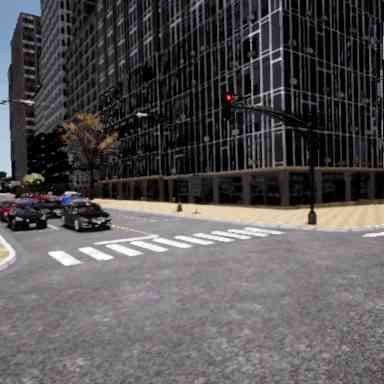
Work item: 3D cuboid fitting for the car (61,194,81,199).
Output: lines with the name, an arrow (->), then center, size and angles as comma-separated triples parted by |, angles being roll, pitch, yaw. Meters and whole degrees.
car -> -11.205, 1.254, 32.395 | 2.033, 1.411, 5.357 | -2, 1, -34

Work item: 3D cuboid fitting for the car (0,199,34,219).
car -> -13.285, 1.479, 24.998 | 1.802, 1.307, 4.206 | -1, 1, -34

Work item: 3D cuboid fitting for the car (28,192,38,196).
car -> -28.736, 0.837, 62.626 | 2.192, 1.841, 5.009 | -1, 1, -34

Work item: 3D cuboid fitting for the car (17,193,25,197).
car -> -38.356, 1.017, 76.705 | 2.008, 1.369, 4.403 | -1, 1, -34

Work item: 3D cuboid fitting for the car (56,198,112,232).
car -> -6.235, 1.345, 19.456 | 1.837, 1.490, 4.892 | -2, 1, -34

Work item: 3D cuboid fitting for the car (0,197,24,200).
car -> -16.445, 1.445, 29.722 | 1.947, 1.339, 4.313 | -1, 1, -34

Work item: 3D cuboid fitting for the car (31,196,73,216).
car -> -11.551, 1.319, 27.233 | 1.837, 1.490, 4.892 | -2, 1, -34

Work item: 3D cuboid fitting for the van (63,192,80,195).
van -> -15.904, 0.935, 43.858 | 1.690, 1.788, 3.998 | -1, 1, -34

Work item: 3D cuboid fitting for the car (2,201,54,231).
car -> -10.091, 1.480, 20.294 | 1.947, 1.339, 4.313 | -1, 1, -34

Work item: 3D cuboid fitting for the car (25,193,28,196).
car -> -31.943, 0.944, 67.320 | 1.967, 1.590, 4.097 | -1, 1, -34

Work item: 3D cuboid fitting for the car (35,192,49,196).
car -> -25.524, 1.123, 57.939 | 1.802, 1.307, 4.206 | -1, 1, -34

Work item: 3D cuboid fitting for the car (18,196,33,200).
car -> -17.352, 1.386, 35.736 | 1.895, 1.301, 4.718 | -2, 1, -34
